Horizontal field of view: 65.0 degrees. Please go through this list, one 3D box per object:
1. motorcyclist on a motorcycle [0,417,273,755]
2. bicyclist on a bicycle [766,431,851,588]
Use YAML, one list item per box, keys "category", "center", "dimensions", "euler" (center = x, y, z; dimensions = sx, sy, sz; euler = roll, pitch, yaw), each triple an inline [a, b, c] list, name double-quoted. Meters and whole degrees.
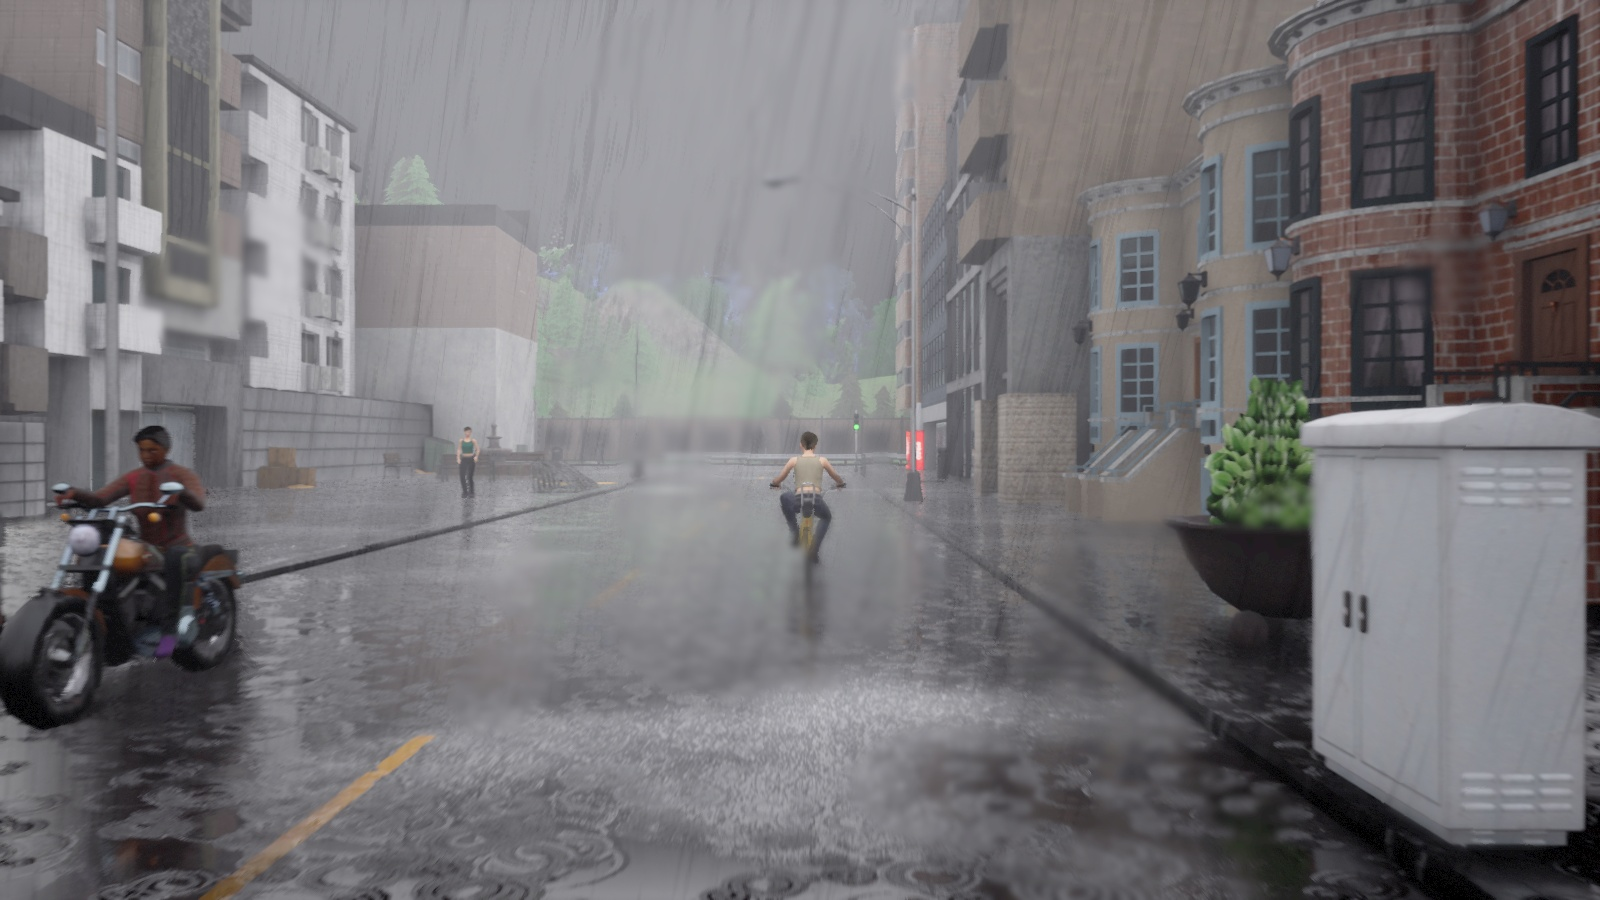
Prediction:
- category: "motorcyclist on a motorcycle"
  center: [-3.944, 0.653, 7.289]
  dimensions: [0.766, 1.649, 2.350]
  euler: [0, 0, 0]
- category: "bicyclist on a bicycle"
  center: [0.092, 0.606, 13.658]
  dimensions: [0.866, 1.612, 1.509]
  euler: [0, 0, 0]
